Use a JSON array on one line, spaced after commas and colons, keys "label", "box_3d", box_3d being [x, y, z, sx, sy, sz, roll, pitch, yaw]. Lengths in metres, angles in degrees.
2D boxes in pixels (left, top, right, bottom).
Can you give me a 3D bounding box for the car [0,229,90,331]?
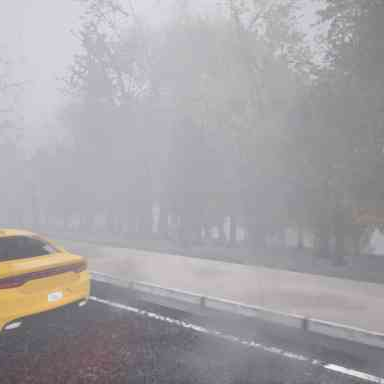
[{"label": "car", "box_3d": [-4.153, 1.476, 6.622, 5.008, 1.535, 1.882, 0, 0, 35]}]
